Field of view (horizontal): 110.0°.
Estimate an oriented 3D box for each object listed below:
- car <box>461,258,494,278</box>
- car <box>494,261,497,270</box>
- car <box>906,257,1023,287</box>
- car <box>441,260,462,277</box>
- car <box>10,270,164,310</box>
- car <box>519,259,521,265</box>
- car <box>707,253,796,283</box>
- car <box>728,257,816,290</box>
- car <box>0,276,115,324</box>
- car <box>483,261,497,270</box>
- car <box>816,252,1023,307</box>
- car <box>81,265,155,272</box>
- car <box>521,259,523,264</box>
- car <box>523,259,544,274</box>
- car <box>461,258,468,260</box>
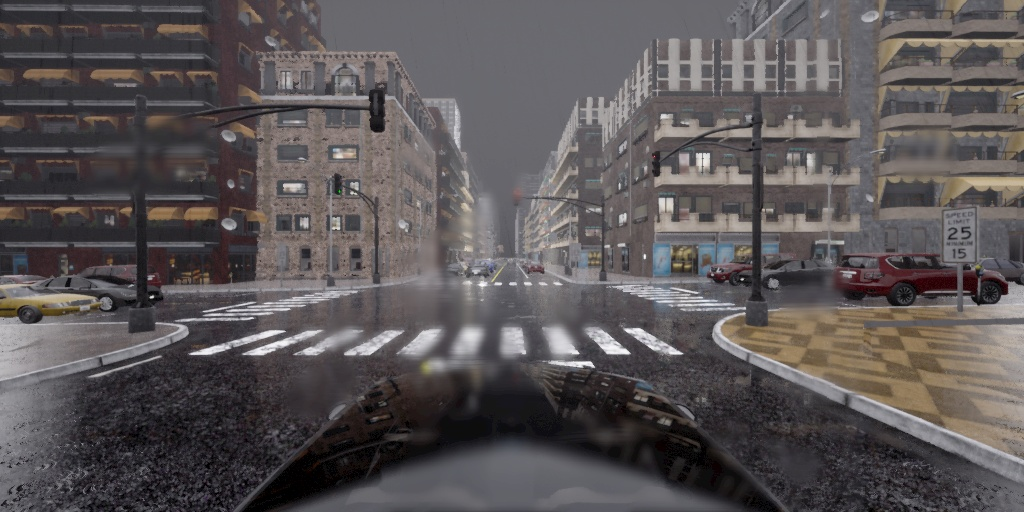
[{"bbox_3d":[-3.172,1.247,34.014,2.128,1.511,4.902,0,0,0],"label":"car"},{"bbox_3d":[-3.192,1.237,43.437,1.882,1.535,5.008,0,0,0],"label":"car"},{"bbox_3d":[24.718,0.807,19.044,5.357,1.411,2.033,-1,0,-1],"label":"car"},{"bbox_3d":[-5.765,1.322,35.139,1.948,1.339,4.313,0,0,0],"label":"car"},{"bbox_3d":[-17.898,1.560,15.370,4.892,1.490,1.837,-1,0,-1],"label":"car"},{"bbox_3d":[2.565,1.349,57.889,1.802,1.307,4.207,0,0,0],"label":"car"},{"bbox_3d":[14.531,0.759,21.520,5.009,1.841,2.192,0,0,-1],"label":"car"},{"bbox_3d":[14.565,0.955,18.929,4.892,1.490,1.837,-1,0,-1],"label":"car"},{"bbox_3d":[-17.654,1.585,12.786,4.829,1.417,1.751,0,0,-1],"label":"car"},{"bbox_3d":[-3.207,1.365,53.434,1.895,1.301,4.718,0,0,0],"label":"car"},{"bbox_3d":[14.685,0.775,13.141,5.009,1.841,2.192,0,0,-1],"label":"car"},{"bbox_3d":[-23.642,1.462,21.069,5.009,1.841,2.192,0,0,-1],"label":"car"},{"bbox_3d":[2.590,1.200,46.524,1.967,1.591,4.097,0,0,0],"label":"car"},{"bbox_3d":[2.603,1.198,40.842,1.967,1.591,4.097,0,0,0],"label":"car"},{"bbox_3d":[-5.777,1.284,40.651,1.751,1.417,4.829,0,0,0],"label":"car"}]
